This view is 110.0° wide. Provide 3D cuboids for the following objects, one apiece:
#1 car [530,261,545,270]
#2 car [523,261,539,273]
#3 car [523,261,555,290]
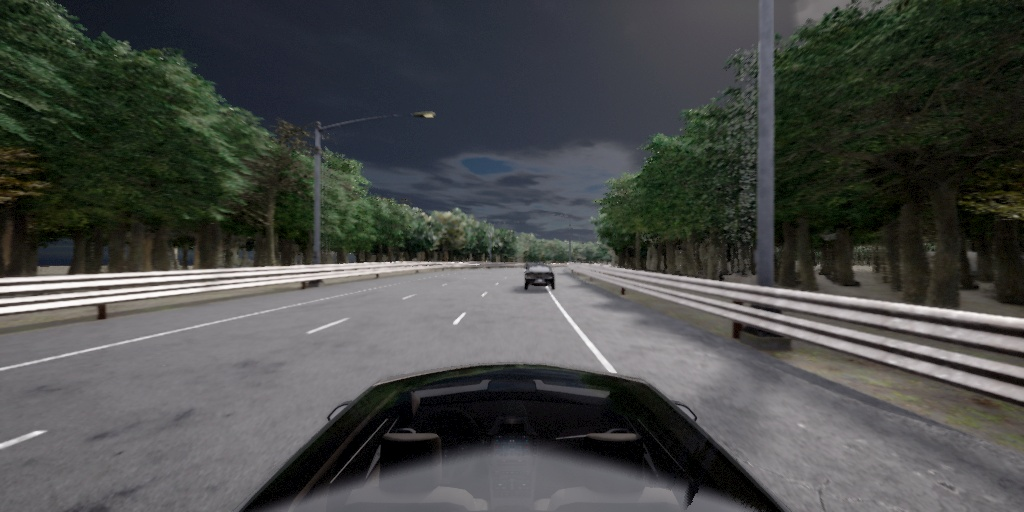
[{"bbox_3d":[4.644,1.743,63.991,2.128,1.511,4.902,0,-1,10],"label":"car"},{"bbox_3d":[2.647,1.457,48.516,1.837,1.490,4.892,0,0,7],"label":"car"},{"bbox_3d":[1.719,1.257,23.006,1.882,1.535,5.008,0,0,3],"label":"car"}]
